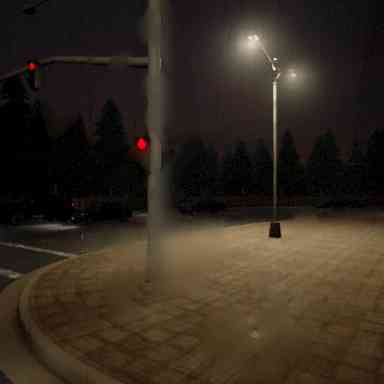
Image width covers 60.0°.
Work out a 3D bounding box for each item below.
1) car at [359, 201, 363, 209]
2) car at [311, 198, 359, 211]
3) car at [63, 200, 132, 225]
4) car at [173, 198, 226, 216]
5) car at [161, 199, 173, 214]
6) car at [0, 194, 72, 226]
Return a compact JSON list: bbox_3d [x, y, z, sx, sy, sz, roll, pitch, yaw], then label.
[{"bbox_3d":[20.086,1.505,43.591,4.181,1.385,1.994,0,0,-9],"label":"car"},{"bbox_3d":[16.553,1.417,39.284,5.008,1.535,1.882,0,0,-13],"label":"car"},{"bbox_3d":[-6.372,1.461,23.668,1.812,1.442,4.674,0,0,39],"label":"car"},{"bbox_3d":[0.986,1.413,31.433,5.008,1.535,1.882,0,0,-38],"label":"car"},{"bbox_3d":[-1.473,1.433,33.902,4.892,1.490,1.837,-2,1,-39],"label":"car"},{"bbox_3d":[-11.017,1.155,23.432,2.150,2.045,5.566,0,0,38],"label":"car"}]
